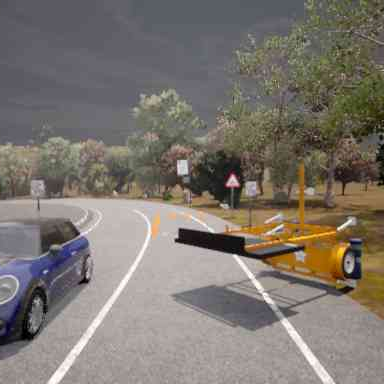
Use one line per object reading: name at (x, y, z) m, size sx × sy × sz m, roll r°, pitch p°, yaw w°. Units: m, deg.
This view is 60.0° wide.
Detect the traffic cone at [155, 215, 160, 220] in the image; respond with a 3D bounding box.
traffic cone at (-2.002, 1.741, 18.458) m, size 0.340 × 0.580 × 0.340 m, roll -1°, pitch 2°, yaw -4°

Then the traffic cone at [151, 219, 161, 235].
traffic cone at (-1.854, 1.794, 16.463) m, size 0.340 × 0.580 × 0.340 m, roll -1°, pitch 2°, yaw -4°

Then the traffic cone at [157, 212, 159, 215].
traffic cone at (-2.150, 1.688, 20.450) m, size 0.340 × 0.580 × 0.340 m, roll -1°, pitch 2°, yaw -4°

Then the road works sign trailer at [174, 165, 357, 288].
road works sign trailer at (1.691, 0.793, 7.380) m, size 3.560 × 2.880 × 2.380 m, roll -1°, pitch 1°, yaw -38°

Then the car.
car at (-3.478, 1.353, 6.470) m, size 2.097 × 1.767 × 4.553 m, roll 0°, pitch 0°, yaw -2°
